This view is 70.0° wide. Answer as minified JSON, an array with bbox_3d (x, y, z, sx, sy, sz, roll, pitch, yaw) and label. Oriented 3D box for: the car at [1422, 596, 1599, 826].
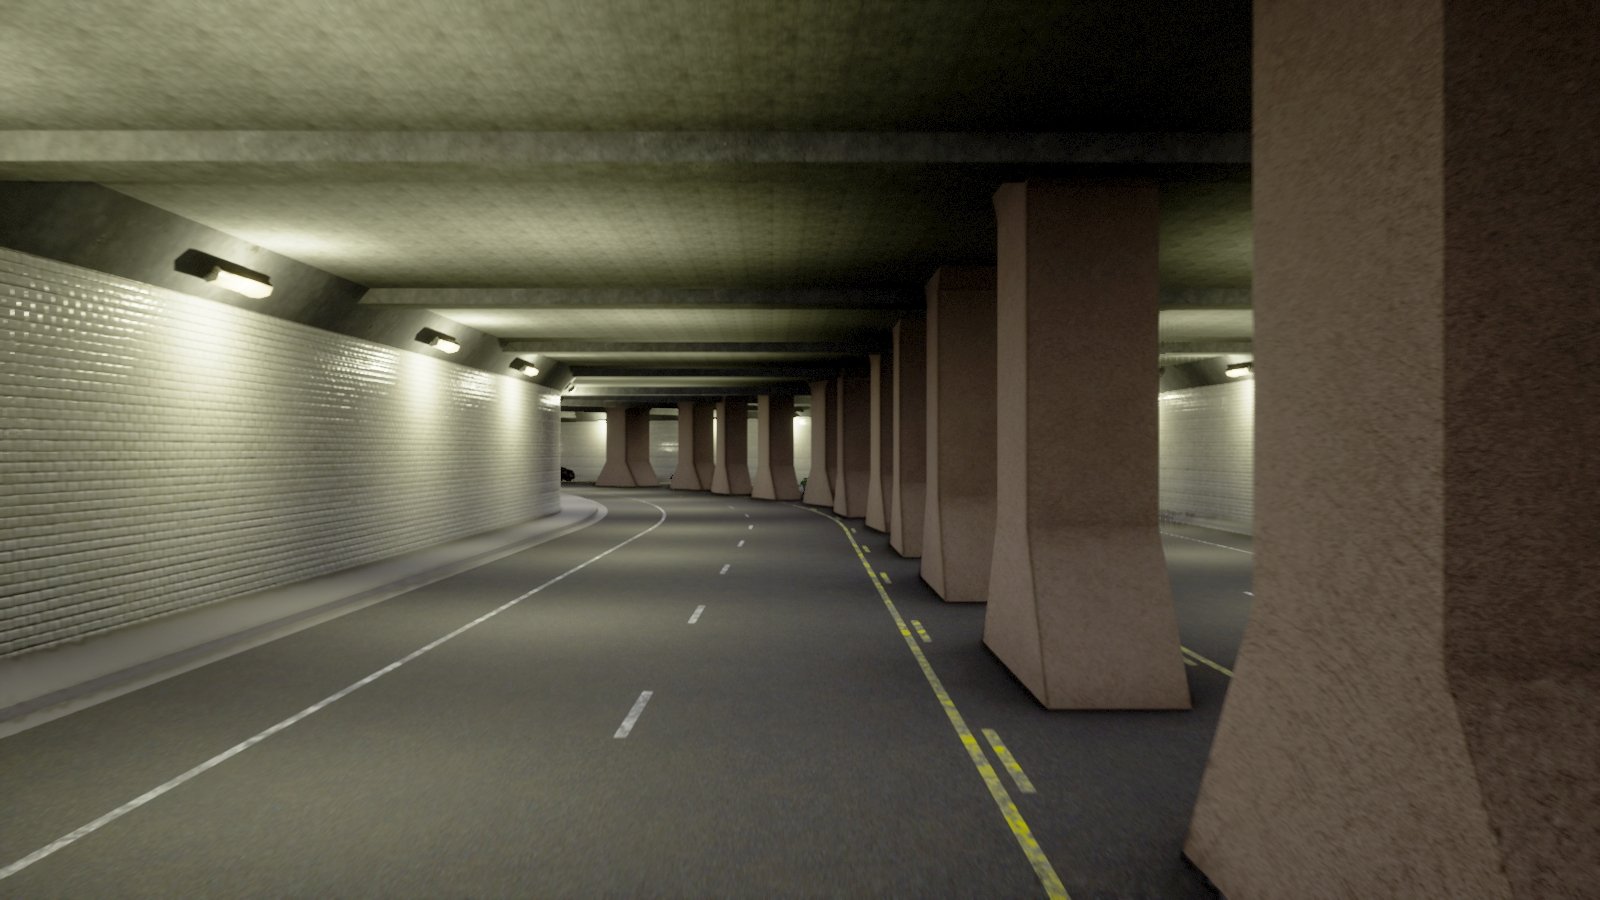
[{"bbox_3d":[6.997,2.106,8.311,2.033,1.411,5.357,0,0,0],"label":"car"}]
